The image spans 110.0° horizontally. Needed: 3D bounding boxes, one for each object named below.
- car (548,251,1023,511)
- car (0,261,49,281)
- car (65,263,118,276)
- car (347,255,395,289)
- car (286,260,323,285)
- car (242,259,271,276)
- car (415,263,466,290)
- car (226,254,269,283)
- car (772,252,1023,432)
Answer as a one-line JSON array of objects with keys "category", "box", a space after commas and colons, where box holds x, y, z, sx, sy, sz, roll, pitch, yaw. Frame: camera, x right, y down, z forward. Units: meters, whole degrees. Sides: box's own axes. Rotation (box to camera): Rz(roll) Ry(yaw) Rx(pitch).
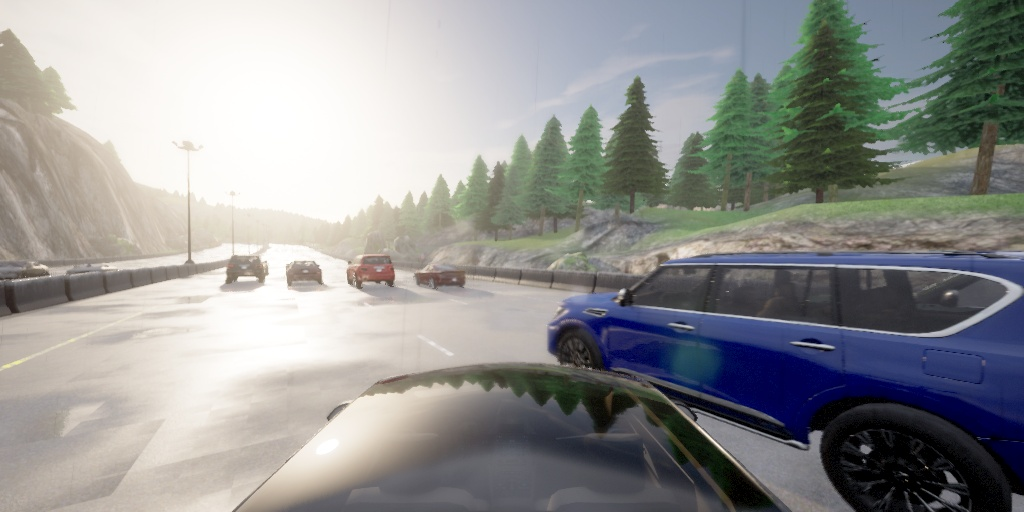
[{"category": "car", "box": [2.775, 0.972, 4.359, 2.150, 2.045, 5.566, 0, 0, -32]}, {"category": "car", "box": [-36.006, 1.145, 25.983, 2.128, 1.511, 4.902, 0, 0, -32]}, {"category": "car", "box": [-33.673, 1.217, 28.861, 1.994, 1.385, 4.181, 0, 0, -32]}, {"category": "car", "box": [-9.227, 0.925, 23.260, 2.150, 2.045, 5.566, 0, 0, -32]}, {"category": "car", "box": [-14.893, 1.043, 25.654, 2.097, 1.767, 4.553, 0, 0, -32]}, {"category": "car", "box": [-26.225, 1.146, 36.968, 2.128, 1.511, 4.902, 0, 0, -32]}, {"category": "car", "box": [-4.613, 1.190, 22.522, 1.882, 1.535, 5.008, 0, 0, -32]}, {"category": "car", "box": [-19.799, 0.901, 26.852, 2.150, 2.045, 5.566, 0, 0, -33]}, {"category": "car", "box": [6.889, 0.980, 4.411, 2.150, 2.045, 5.566, 0, 0, -32]}]
